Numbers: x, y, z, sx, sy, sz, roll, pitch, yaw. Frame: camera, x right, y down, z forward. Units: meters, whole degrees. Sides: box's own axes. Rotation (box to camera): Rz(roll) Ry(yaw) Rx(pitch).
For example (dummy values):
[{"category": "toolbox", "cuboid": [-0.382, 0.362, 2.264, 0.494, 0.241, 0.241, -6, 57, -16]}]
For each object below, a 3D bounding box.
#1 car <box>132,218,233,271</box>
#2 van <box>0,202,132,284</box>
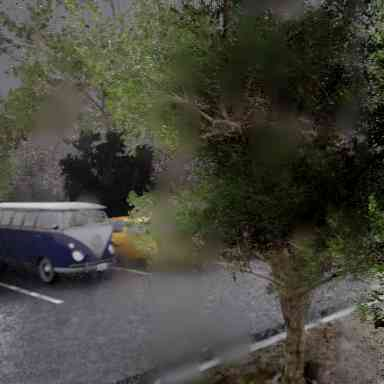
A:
[{"category": "car", "cuboid": [-1.544, 1.498, 11.071, 5.366, 1.575, 1.946, -1, -1, 35]}, {"category": "van", "cuboid": [-4.025, 1.276, 9.387, 4.442, 1.987, 1.878, -1, -1, 34]}]
